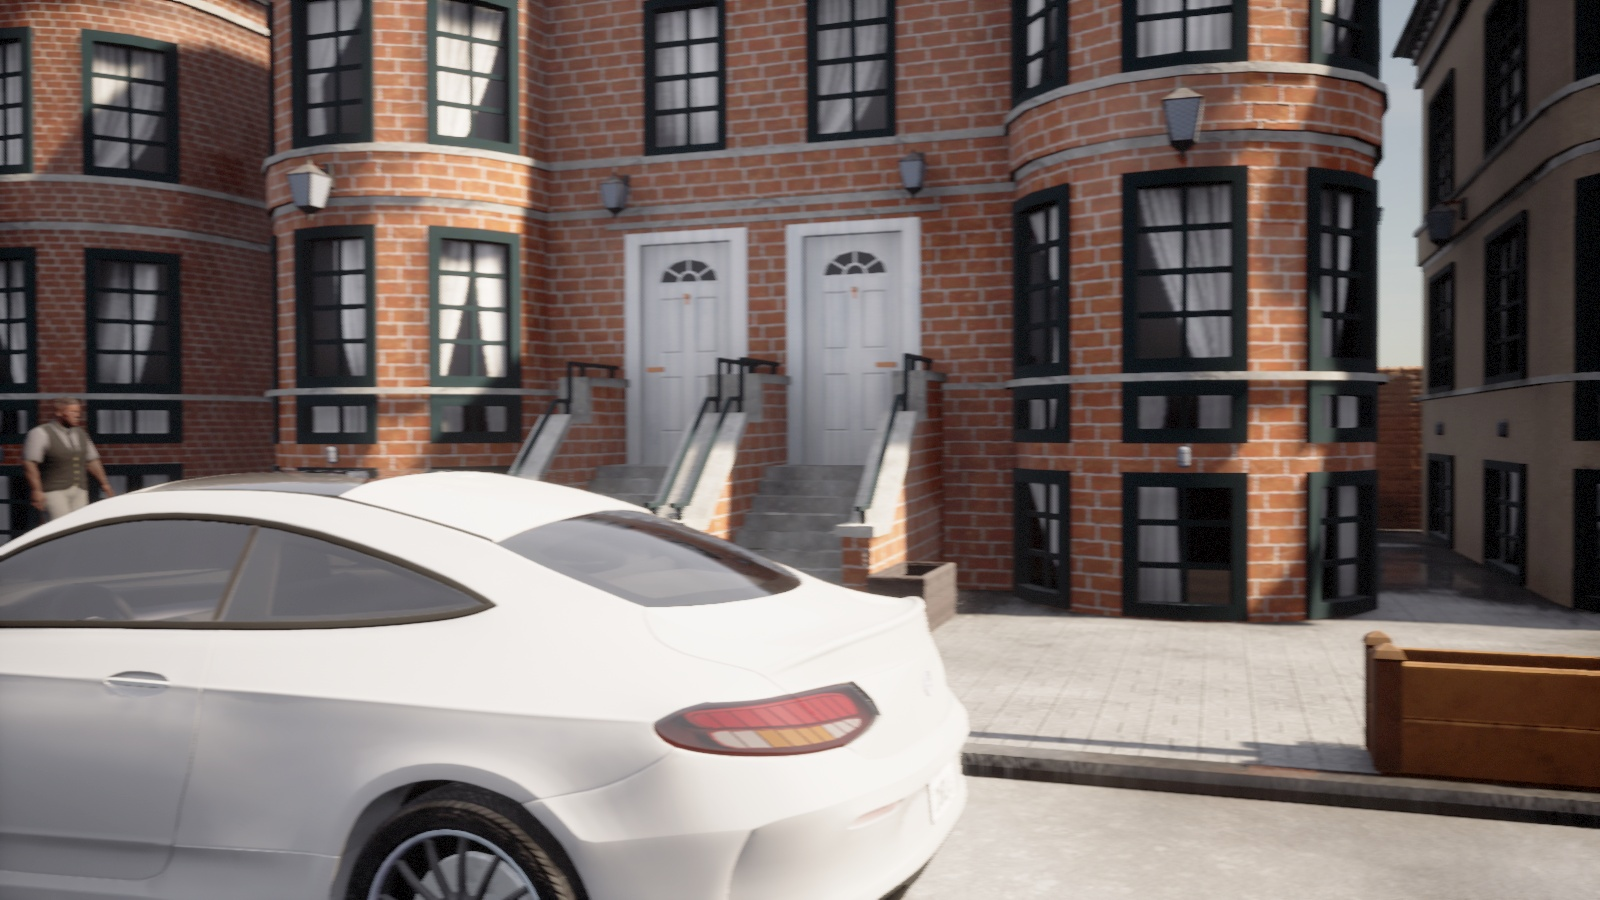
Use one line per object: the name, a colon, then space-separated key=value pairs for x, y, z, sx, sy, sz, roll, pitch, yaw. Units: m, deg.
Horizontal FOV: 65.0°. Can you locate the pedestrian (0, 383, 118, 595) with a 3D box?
pedestrian: x=-6.817 y=0.339 z=11.505 sx=0.849 sy=1.883 sz=0.563 roll=0 pitch=1 yaw=18

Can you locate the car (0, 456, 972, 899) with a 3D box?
car: x=-1.893 y=0.780 z=4.357 sx=4.674 sy=1.442 sz=1.812 roll=0 pitch=1 yaw=19
